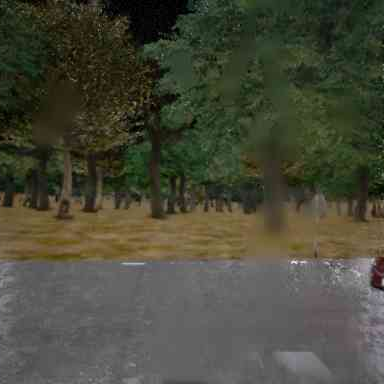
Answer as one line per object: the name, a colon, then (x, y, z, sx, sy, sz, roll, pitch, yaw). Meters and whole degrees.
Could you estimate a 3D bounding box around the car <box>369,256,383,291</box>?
car: (6.270, 1.792, 7.281, 4.674, 1.442, 1.812, 2, 0, -11)
